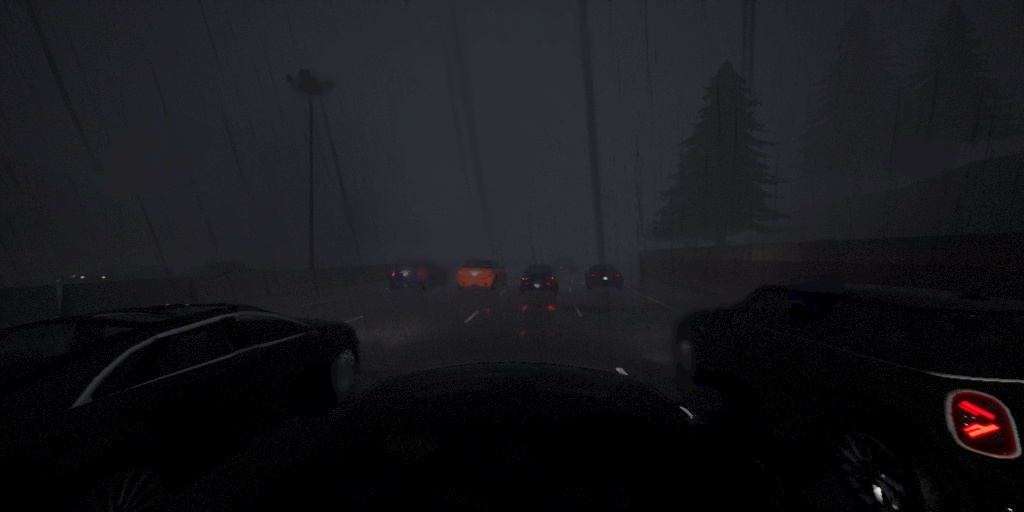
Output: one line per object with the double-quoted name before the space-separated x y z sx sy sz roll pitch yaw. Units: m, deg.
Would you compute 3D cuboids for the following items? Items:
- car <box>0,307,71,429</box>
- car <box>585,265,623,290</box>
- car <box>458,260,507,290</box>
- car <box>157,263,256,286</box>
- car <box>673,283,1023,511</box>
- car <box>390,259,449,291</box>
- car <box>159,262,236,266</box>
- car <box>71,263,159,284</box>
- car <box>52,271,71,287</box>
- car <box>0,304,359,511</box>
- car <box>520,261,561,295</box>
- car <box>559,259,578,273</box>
"car" -6.840 1.347 2.415 1.895 1.301 4.718 0 0 1
"car" 5.526 1.210 21.836 1.994 1.385 4.181 0 0 9
"car" -1.631 0.999 21.431 2.097 1.767 4.553 0 0 9
"car" -16.206 1.255 19.997 1.895 1.301 4.718 0 0 8
"car" 3.745 1.089 4.259 2.097 1.767 4.553 0 0 2
"car" -5.238 1.002 20.969 2.097 1.767 4.553 0 0 8
"car" -19.239 1.142 23.294 1.837 1.490 4.892 0 0 9
"car" -22.984 1.244 22.050 1.895 1.301 4.718 0 0 8
"car" -26.318 1.162 23.359 1.812 1.442 4.674 0 0 9
"car" -3.291 1.232 3.594 2.128 1.511 4.902 0 0 1
"car" 1.519 1.186 18.982 1.812 1.442 4.674 0 0 8
"car" 5.913 1.059 38.819 1.837 1.490 4.892 0 -1 17
